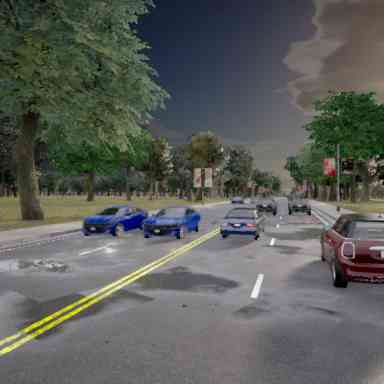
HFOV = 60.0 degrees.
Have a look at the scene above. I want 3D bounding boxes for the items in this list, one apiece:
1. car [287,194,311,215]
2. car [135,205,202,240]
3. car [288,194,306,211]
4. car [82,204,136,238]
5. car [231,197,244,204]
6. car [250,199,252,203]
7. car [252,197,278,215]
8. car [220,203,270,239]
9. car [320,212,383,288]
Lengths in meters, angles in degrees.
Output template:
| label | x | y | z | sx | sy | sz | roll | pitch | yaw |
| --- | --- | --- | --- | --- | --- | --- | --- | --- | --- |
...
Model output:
| label | x | y | z | sx | sy | sz | roll | pitch | yaw |
| --- | --- | --- | --- | --- | --- | --- | --- | --- | --- |
| car | 10.957 | 1.368 | 33.962 | 2.097 | 1.767 | 4.553 | 0 | 0 | 17 |
| car | -0.867 | 1.479 | 17.321 | 1.882 | 1.535 | 5.008 | 0 | 0 | 16 |
| car | 13.771 | 1.260 | 43.789 | 2.150 | 2.045 | 5.566 | 0 | 0 | 16 |
| car | -3.999 | 1.478 | 18.192 | 1.882 | 1.535 | 5.008 | 0 | 0 | 16 |
| car | 8.172 | 1.561 | 59.631 | 1.882 | 1.535 | 5.008 | 0 | -1 | 17 |
| car | 11.451 | 1.580 | 59.256 | 2.128 | 1.511 | 4.902 | 0 | 0 | 17 |
| car | 7.691 | 1.366 | 34.256 | 2.097 | 1.767 | 4.553 | 0 | 0 | 17 |
| car | 2.763 | 1.549 | 17.440 | 2.033 | 1.411 | 5.357 | 0 | 0 | 16 |
| car | 4.790 | 1.353 | 9.114 | 2.097 | 1.767 | 4.553 | 0 | 0 | 16 |
